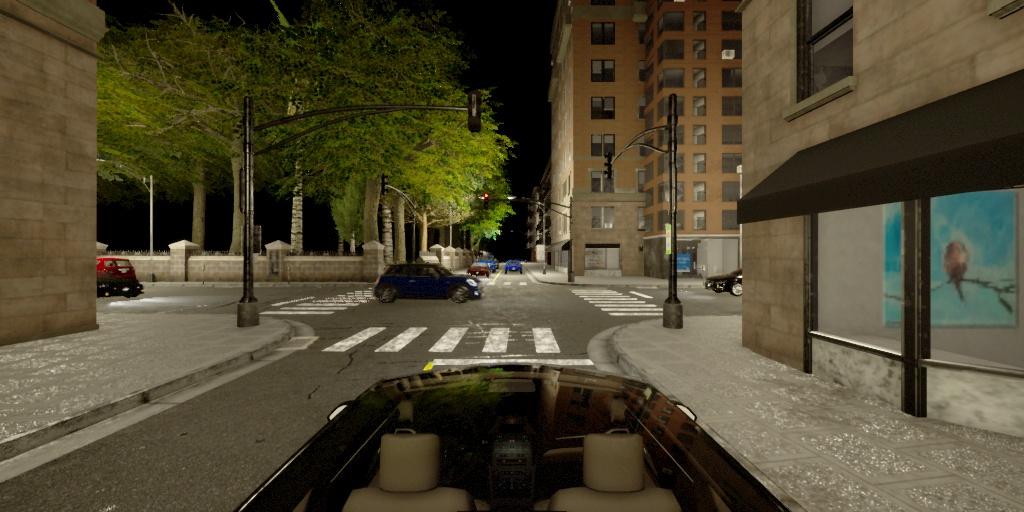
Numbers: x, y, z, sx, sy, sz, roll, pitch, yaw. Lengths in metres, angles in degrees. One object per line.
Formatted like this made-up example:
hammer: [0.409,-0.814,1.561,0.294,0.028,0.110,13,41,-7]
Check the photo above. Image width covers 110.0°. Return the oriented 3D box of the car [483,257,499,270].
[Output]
car: [-3.015,1.044,52.971,2.097,1.767,4.553,0,0,0]

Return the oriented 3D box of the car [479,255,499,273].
car: [-3.039,0.933,42.910,2.150,2.045,5.566,0,0,0]

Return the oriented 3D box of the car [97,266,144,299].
car: [-19.101,1.293,15.913,4.181,1.385,1.994,0,0,1]

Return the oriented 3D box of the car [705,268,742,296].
car: [12.691,1.271,18.674,4.892,1.490,1.837,0,0,1]

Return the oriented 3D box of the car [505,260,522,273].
car: [0.170,1.191,41.670,1.882,1.535,5.008,0,0,0]

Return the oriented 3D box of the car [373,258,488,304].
car: [-3.534,1.098,15.697,4.553,1.767,2.097,0,0,1]

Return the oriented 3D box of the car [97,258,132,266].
car: [-25.921,1.035,21.775,5.009,1.841,2.192,0,0,1]

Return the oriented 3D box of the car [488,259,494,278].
car: [-3.051,1.293,33.602,1.994,1.385,4.181,0,0,0]
